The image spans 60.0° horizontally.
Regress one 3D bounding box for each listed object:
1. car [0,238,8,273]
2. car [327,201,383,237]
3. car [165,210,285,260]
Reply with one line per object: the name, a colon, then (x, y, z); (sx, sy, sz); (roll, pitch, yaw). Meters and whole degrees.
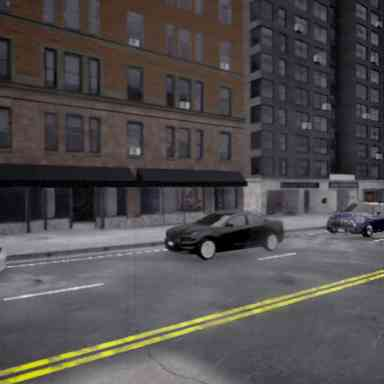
car: (-6.567, 1.474, 7.038); (4.674, 1.442, 1.812); (0, 0, -33)
car: (9.403, 1.372, 18.150); (4.553, 1.767, 2.097); (0, 0, -35)
car: (1.344, 1.462, 12.549); (5.008, 1.535, 1.882); (0, 0, -35)
